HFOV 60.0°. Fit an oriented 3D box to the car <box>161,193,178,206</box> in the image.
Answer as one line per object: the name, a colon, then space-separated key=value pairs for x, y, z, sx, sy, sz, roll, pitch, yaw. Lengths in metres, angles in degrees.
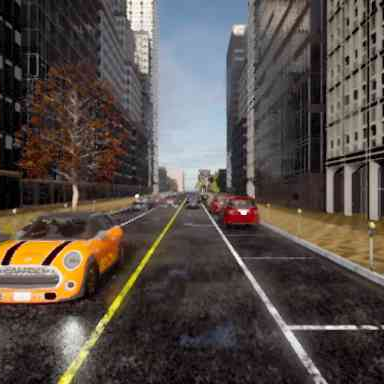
car: x=-3.040 y=1.203 z=48.573 sx=1.812 sy=1.442 sz=4.674 roll=0 pitch=0 yaw=0

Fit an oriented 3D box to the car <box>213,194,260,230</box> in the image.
car: x=2.712 y=1.187 z=19.878 sx=2.192 sy=1.841 sz=5.009 roll=0 pitch=0 yaw=0

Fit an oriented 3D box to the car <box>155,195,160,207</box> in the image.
car: x=-5.649 y=1.285 z=42.668 sx=1.947 sy=1.339 sz=4.313 roll=0 pitch=0 yaw=0

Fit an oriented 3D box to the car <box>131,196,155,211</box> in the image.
car: x=-5.654 y=1.309 z=36.976 sx=2.008 sy=1.369 sz=4.403 roll=0 pitch=0 yaw=0

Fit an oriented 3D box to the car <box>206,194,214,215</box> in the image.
car: x=2.722 y=1.112 z=31.263 sx=2.192 sy=1.841 sz=5.009 roll=0 pitch=0 yaw=0

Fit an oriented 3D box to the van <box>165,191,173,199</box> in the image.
van: x=-5.613 y=0.771 z=82.511 sx=1.690 sy=1.788 sz=3.998 roll=0 pitch=0 yaw=0

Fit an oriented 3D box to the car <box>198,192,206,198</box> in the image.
car: x=2.777 y=0.784 z=93.874 sx=1.967 sy=1.590 sz=4.097 roll=0 pitch=0 yaw=0

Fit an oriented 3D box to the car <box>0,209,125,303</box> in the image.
car: x=-3.092 y=1.299 z=8.301 sx=2.097 sy=1.767 sz=4.553 roll=0 pitch=0 yaw=0

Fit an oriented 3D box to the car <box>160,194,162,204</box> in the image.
car: x=-5.639 y=1.221 z=54.051 sx=1.802 sy=1.307 sz=4.206 roll=0 pitch=0 yaw=0

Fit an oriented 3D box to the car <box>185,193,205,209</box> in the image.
car: x=0.136 y=1.220 z=41.350 sx=2.128 sy=1.511 sz=4.902 roll=0 pitch=0 yaw=0

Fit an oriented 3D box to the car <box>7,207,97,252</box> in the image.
car: x=-5.675 y=1.460 z=14.207 sx=2.008 sy=1.369 sz=4.403 roll=0 pitch=0 yaw=0

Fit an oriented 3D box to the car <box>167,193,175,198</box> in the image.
car: x=-5.609 y=0.969 z=88.205 sx=1.802 sy=1.307 sz=4.206 roll=0 pitch=0 yaw=0
